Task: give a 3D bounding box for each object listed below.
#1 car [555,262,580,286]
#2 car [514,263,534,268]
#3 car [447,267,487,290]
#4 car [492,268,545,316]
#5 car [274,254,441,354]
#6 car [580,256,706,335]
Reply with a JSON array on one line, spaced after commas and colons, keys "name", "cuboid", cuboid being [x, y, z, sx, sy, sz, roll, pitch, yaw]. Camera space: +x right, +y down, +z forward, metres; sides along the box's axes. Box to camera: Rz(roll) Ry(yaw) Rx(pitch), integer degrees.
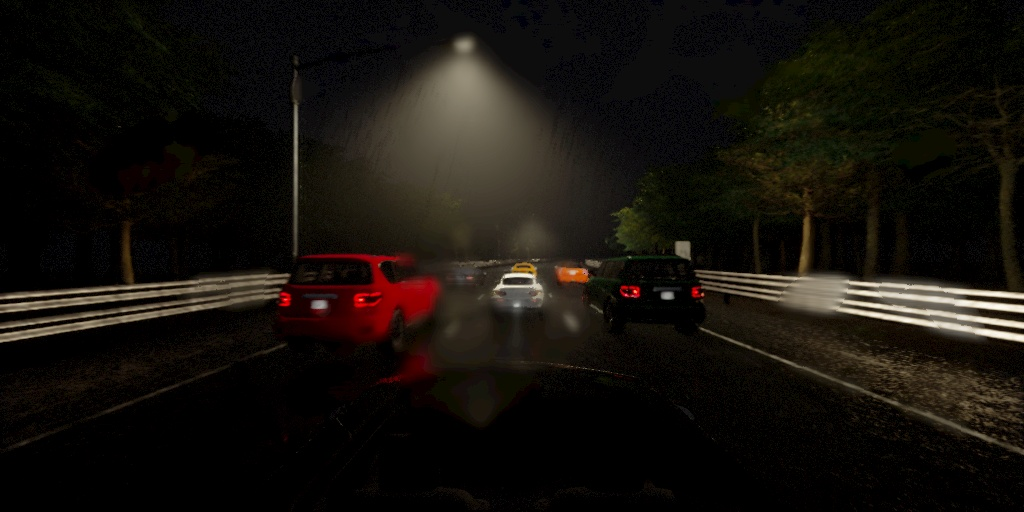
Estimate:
[{"name": "car", "cuboid": [4.361, 1.204, 26.914, 2.097, 1.767, 4.553, 0, 0, 4]}, {"name": "car", "cuboid": [0.990, 1.339, 28.916, 1.882, 1.535, 5.008, 0, 0, 4]}, {"name": "car", "cuboid": [-2.873, 1.399, 23.692, 2.033, 1.411, 5.357, 0, 0, 4]}, {"name": "car", "cuboid": [0.267, 1.344, 13.605, 1.812, 1.442, 4.674, 0, 0, 2]}, {"name": "car", "cuboid": [-3.377, 1.012, 9.104, 2.150, 2.045, 5.566, 0, -1, 2]}, {"name": "car", "cuboid": [3.675, 1.027, 10.925, 2.150, 2.045, 5.566, 0, 0, 2]}]
